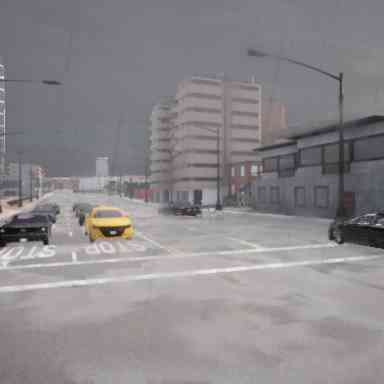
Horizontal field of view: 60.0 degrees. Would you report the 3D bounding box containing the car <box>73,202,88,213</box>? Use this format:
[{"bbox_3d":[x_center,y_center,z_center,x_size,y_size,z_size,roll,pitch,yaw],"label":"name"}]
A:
[{"bbox_3d":[-16.185,2.192,47.967,1.895,1.301,4.718,0,-1,-21],"label":"car"}]

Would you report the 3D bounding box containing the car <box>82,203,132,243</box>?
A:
[{"bbox_3d":[-4.299,1.509,16.711,1.882,1.535,5.008,0,-1,-21],"label":"car"}]

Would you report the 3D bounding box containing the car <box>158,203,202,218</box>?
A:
[{"bbox_3d":[-1.237,1.769,33.024,2.033,1.411,5.357,0,-1,-38],"label":"car"}]

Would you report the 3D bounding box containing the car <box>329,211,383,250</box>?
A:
[{"bbox_3d":[7.305,1.485,12.660,2.128,1.511,4.902,-2,1,-15],"label":"car"}]

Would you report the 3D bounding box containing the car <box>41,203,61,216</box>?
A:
[{"bbox_3d":[-17.088,2.057,40.401,1.994,1.385,4.181,0,-1,-20],"label":"car"}]

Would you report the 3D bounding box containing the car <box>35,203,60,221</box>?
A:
[{"bbox_3d":[-11.876,1.753,26.721,2.033,1.411,5.357,0,-1,-21],"label":"car"}]

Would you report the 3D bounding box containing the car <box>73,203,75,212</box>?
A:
[{"bbox_3d":[-11.301,1.893,35.020,2.033,1.411,5.357,0,-1,-21],"label":"car"}]

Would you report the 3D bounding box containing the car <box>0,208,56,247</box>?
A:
[{"bbox_3d":[-7.544,1.638,15.402,1.895,1.301,4.718,0,-1,-21],"label":"car"}]

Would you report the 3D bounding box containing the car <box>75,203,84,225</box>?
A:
[{"bbox_3d":[-7.511,1.708,25.088,1.994,1.385,4.181,0,-1,-21],"label":"car"}]
